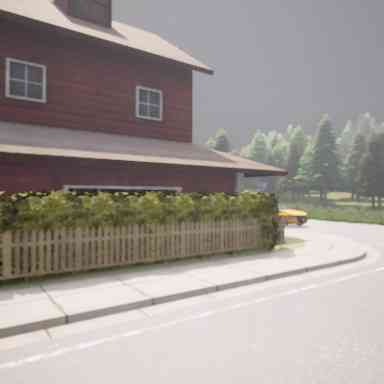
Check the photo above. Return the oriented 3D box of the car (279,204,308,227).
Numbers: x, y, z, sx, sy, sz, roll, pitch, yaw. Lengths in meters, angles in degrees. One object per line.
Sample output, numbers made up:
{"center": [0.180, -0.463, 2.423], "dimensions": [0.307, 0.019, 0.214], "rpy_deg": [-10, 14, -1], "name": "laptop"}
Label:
{"center": [5.593, 1.491, 23.025], "dimensions": [1.882, 1.535, 5.008], "rpy_deg": [1, 0, -35], "name": "car"}
